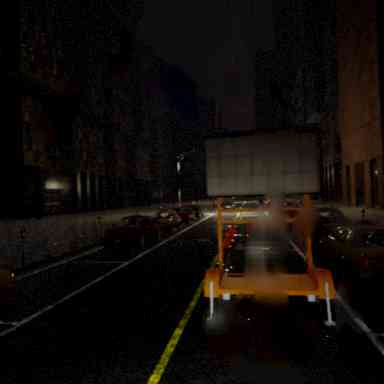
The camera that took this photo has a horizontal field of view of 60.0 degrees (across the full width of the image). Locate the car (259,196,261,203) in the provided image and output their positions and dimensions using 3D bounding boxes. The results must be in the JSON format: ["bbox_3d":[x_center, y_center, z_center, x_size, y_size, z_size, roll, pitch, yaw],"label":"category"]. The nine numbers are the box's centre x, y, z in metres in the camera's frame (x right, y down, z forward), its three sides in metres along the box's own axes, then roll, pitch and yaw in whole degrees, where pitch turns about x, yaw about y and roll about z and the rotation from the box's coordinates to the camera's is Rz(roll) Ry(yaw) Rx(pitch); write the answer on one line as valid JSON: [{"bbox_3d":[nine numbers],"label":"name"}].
[{"bbox_3d":[12.355,1.716,53.882,1.947,1.339,4.313,-2,-1,10],"label":"car"}]

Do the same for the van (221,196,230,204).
[{"bbox_3d":[7.782,1.931,77.699,1.690,1.788,3.998,-2,-1,10],"label":"van"}]

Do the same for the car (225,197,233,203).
[{"bbox_3d":[10.666,2.244,94.484,1.947,1.339,4.313,-2,-1,10],"label":"car"}]

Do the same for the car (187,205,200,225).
[{"bbox_3d":[-0.835,1.874,27.333,1.887,1.381,4.507,-2,-1,10],"label":"car"}]

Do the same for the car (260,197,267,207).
[{"bbox_3d":[11.392,1.561,48.287,1.967,1.590,4.097,-2,-1,10],"label":"car"}]

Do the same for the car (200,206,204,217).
[{"bbox_3d":[0.124,1.924,32.929,1.947,1.339,4.313,-2,-1,10],"label":"car"}]

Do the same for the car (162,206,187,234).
[{"bbox_3d":[-1.823,1.827,21.571,1.752,1.417,4.829,-2,-1,10],"label":"car"}]

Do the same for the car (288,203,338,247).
[{"bbox_3d":[5.642,1.393,14.711,1.967,1.590,4.097,-2,-1,10],"label":"car"}]

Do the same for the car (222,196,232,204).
[{"bbox_3d":[8.739,1.934,83.296,2.192,1.841,5.009,-2,-1,10],"label":"car"}]

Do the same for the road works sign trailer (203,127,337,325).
[{"bbox_3d":[1.511,0.486,7.155,2.380,3.560,2.880,-2,-1,10],"label":"road works sign trailer"}]

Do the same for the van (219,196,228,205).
[{"bbox_3d":[6.824,1.901,72.103,1.690,1.788,3.998,-2,-1,10],"label":"van"}]

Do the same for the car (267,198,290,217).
[{"bbox_3d":[8.517,1.476,31.499,1.967,1.590,4.097,-2,-1,10],"label":"car"}]

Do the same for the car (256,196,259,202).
[{"bbox_3d":[16.189,1.849,76.266,1.802,1.307,4.206,-2,-1,10],"label":"car"}]

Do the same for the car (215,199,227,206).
[{"bbox_3d":[5.873,2.081,66.505,2.008,1.369,4.403,-2,-1,10],"label":"car"}]

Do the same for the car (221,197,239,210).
[{"bbox_3d":[5.077,1.830,45.805,1.837,1.490,4.892,-2,-1,10],"label":"car"}]

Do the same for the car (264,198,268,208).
[{"bbox_3d":[9.480,1.630,37.094,1.947,1.339,4.313,-2,-1,10],"label":"car"}]

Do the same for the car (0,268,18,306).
[{"bbox_3d":[-4.697,1.749,4.782,1.752,1.417,4.829,-2,-1,10],"label":"car"}]

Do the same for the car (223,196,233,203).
[{"bbox_3d":[9.698,1.964,88.891,2.192,1.841,5.009,-2,-1,10],"label":"car"}]

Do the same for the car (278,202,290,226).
[{"bbox_3d":[6.604,1.525,20.306,1.887,1.381,4.507,-2,-1,10],"label":"car"}]

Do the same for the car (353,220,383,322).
[{"bbox_3d":[3.721,1.218,3.519,2.192,1.841,5.009,-2,-1,10],"label":"car"}]

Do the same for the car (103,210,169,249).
[{"bbox_3d":[-2.751,1.820,16.142,1.887,1.381,4.507,-2,-1,10],"label":"car"}]

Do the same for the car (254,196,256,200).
[{"bbox_3d":[18.105,1.877,87.459,2.008,1.369,4.403,-2,-1,10],"label":"car"}]

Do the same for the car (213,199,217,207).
[{"bbox_3d":[4.911,1.942,60.910,1.967,1.590,4.097,-2,-1,10],"label":"car"}]

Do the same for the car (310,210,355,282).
[{"bbox_3d":[4.716,1.453,9.281,1.752,1.417,4.829,-2,-1,10],"label":"car"}]
